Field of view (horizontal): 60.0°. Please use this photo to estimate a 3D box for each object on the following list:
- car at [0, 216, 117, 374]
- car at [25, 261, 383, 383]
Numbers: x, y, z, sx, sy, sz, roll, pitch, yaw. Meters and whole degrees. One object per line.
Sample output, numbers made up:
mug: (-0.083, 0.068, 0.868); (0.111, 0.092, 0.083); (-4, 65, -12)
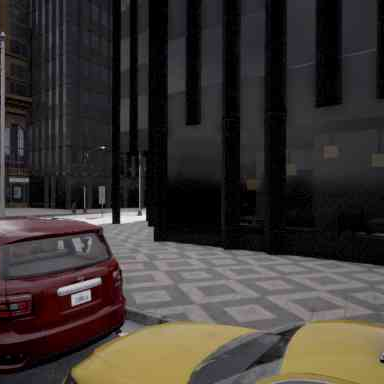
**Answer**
car: (-3.233, 1.314, 5.265); (5.009, 1.841, 2.192); (0, 0, 36)
car: (1.046, 1.525, 2.213); (4.829, 1.417, 1.752); (0, 0, 36)
